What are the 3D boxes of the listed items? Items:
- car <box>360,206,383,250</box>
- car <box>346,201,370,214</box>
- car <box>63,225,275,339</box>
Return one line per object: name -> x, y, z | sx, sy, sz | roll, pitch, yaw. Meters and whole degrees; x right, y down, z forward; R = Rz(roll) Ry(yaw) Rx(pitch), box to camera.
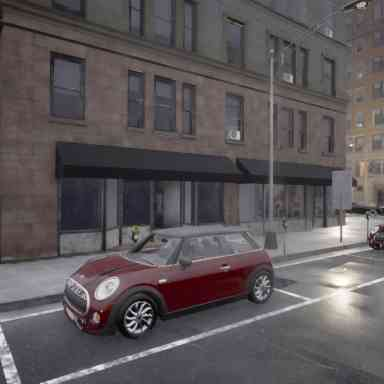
car -> 8.632, 1.445, 12.872 | 4.097, 1.590, 1.967 | 0, 0, -35
car -> 15.589, 1.531, 30.734 | 1.895, 1.301, 4.718 | 1, 0, -36
car -> -0.327, 1.441, 6.513 | 4.097, 1.590, 1.967 | 0, 0, -35
